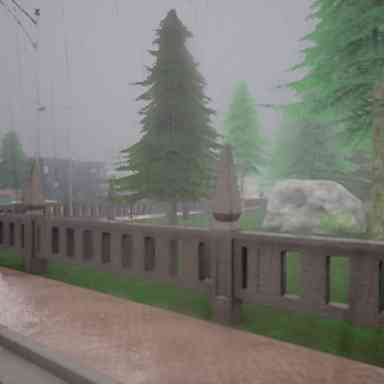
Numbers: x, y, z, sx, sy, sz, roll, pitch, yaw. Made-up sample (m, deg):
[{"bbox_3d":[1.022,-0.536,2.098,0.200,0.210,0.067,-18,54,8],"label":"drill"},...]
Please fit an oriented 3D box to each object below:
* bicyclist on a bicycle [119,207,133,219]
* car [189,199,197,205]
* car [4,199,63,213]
[{"bbox_3d":[-5.222,1.312,26.267,1.656,1.620,0.582,0,0,35],"label":"bicyclist on a bicycle"},{"bbox_3d":[1.218,1.617,47.997,1.895,1.301,4.718,0,0,36],"label":"car"},{"bbox_3d":[-14.693,1.496,31.887,1.882,1.535,5.008,0,0,36],"label":"car"}]
